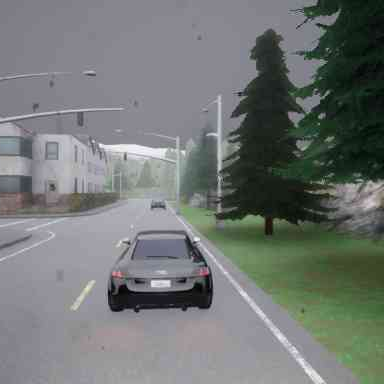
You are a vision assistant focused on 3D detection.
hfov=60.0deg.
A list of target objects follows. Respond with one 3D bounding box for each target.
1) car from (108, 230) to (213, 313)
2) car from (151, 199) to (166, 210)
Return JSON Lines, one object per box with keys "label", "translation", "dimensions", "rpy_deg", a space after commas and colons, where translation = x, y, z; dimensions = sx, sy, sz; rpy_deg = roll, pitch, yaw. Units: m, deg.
{"label": "car", "translation": [-0.703, 1.564, 7.782], "dimensions": [1.994, 1.385, 4.181], "rpy_deg": [0, 0, -5]}
{"label": "car", "translation": [-4.475, 1.601, 43.900], "dimensions": [1.895, 1.301, 4.718], "rpy_deg": [0, 0, -6]}
